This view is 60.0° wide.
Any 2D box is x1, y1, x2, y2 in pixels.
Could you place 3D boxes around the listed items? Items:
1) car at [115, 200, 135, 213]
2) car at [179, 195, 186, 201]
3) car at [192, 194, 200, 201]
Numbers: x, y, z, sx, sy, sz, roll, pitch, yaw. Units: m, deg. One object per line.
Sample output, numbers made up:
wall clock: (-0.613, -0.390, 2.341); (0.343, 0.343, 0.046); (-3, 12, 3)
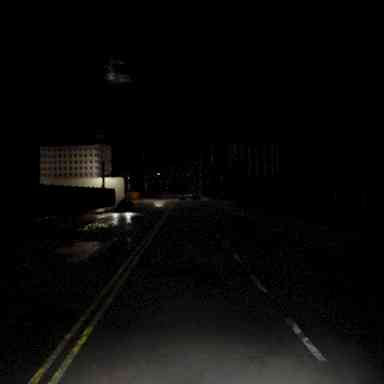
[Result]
car: (-8.101, 1.721, 40.693); (1.812, 1.442, 4.674); (-2, 0, -2)
car: (-2.381, 1.604, 85.871); (1.895, 1.301, 4.718); (-2, 0, -2)
car: (1.126, 1.390, 85.523); (1.882, 1.535, 5.008); (-2, 0, -2)
